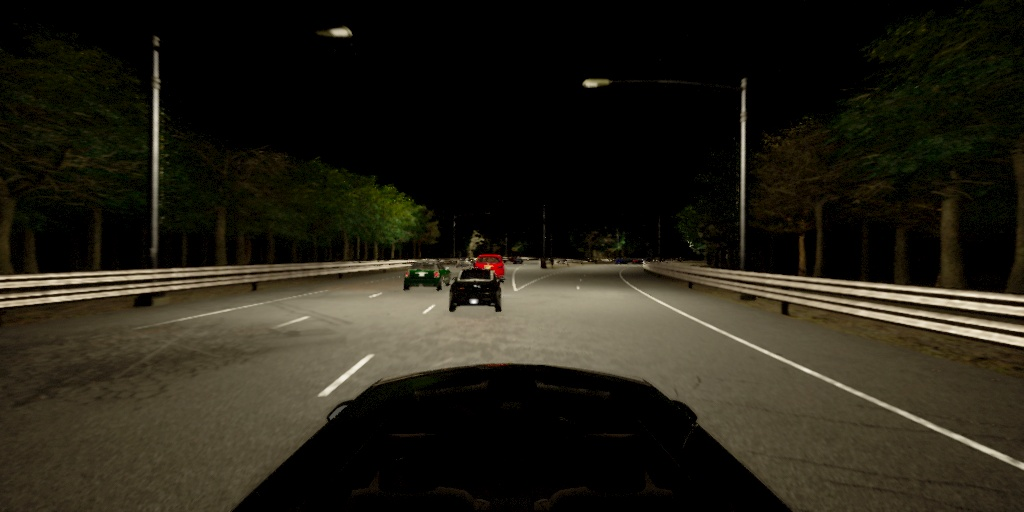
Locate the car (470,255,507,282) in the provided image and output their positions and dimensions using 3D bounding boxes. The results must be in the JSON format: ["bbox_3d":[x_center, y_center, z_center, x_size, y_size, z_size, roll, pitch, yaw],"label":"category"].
[{"bbox_3d":[-1.626,0.940,27.463,2.150,2.045,5.566,0,0,0],"label":"car"}]

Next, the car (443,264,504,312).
[{"bbox_3d":[-1.341,1.244,14.243,1.837,1.490,4.892,0,0,-2],"label":"car"}]

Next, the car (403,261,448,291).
[{"bbox_3d":[-4.930,1.057,21.524,2.097,1.767,4.553,0,0,-1],"label":"car"}]

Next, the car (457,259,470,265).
[{"bbox_3d":[-7.705,1.181,58.247,1.812,1.442,4.674,0,0,4],"label":"car"}]
